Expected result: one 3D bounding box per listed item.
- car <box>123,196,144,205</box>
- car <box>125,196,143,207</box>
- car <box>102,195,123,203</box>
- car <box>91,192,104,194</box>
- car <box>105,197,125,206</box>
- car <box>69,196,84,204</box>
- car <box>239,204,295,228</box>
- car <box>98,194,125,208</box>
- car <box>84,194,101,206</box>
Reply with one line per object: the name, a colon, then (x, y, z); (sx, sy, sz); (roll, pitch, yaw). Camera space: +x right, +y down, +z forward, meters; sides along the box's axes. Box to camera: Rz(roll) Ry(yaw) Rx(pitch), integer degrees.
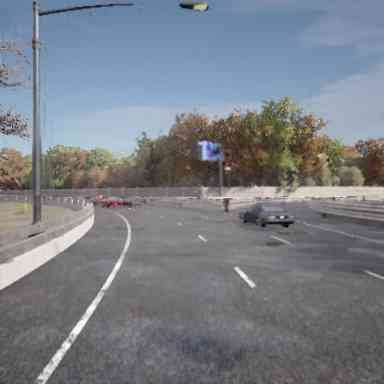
car: (-10.589, 1.515, 60.247); (1.882, 1.535, 5.008); (0, 0, -34)
car: (-9.070, 1.523, 50.638); (2.128, 1.511, 4.902); (0, 0, -28)
car: (-16.500, 1.419, 68.740); (2.033, 1.411, 5.357); (0, 0, -40)
car: (-19.303, 1.119, 66.640); (2.150, 2.045, 5.566); (0, 0, -40)
car: (-13.624, 1.654, 58.501); (1.895, 1.301, 4.718); (0, 0, -34)
car: (-22.065, 1.502, 64.494); (2.033, 1.411, 5.357); (0, 0, -40)
car: (4.733, 1.517, 21.792); (2.033, 1.411, 5.357); (0, 0, -12)
car: (-11.639, 1.523, 47.967); (1.882, 1.535, 5.008); (0, 0, -28)
car: (-16.126, 1.571, 55.923); (1.837, 1.490, 4.892); (0, 0, -32)
